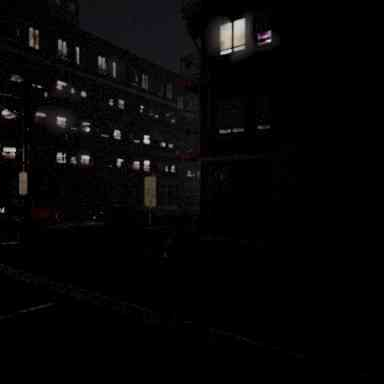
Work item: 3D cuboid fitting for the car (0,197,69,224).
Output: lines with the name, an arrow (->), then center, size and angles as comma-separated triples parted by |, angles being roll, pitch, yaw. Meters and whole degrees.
car -> -11.518, 1.267, 24.445 | 2.192, 1.841, 5.009 | 0, -1, 35

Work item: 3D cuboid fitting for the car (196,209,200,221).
car -> 1.885, 1.831, 28.971 | 1.802, 1.307, 4.206 | -1, -1, 35

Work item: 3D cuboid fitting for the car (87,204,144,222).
car -> -6.238, 1.680, 27.416 | 1.895, 1.301, 4.718 | 1, -1, 35
